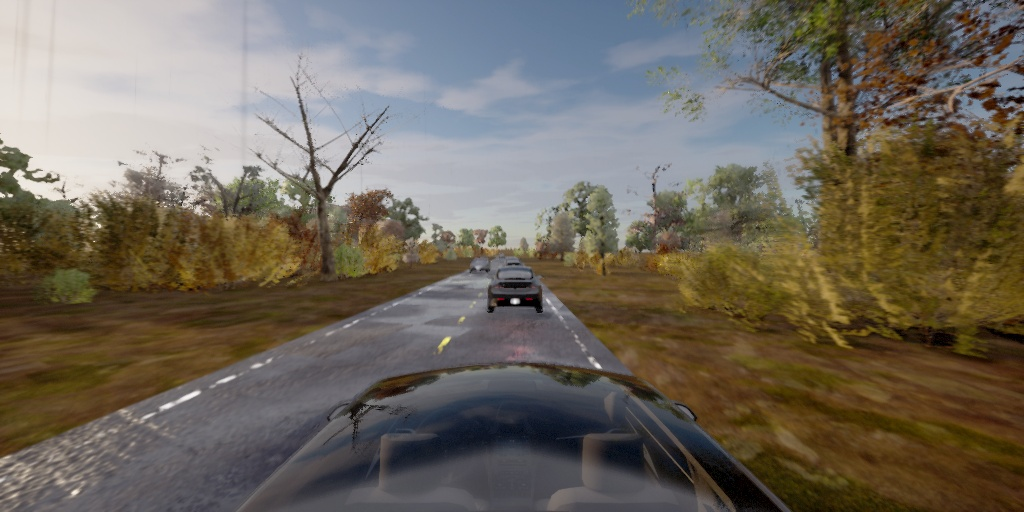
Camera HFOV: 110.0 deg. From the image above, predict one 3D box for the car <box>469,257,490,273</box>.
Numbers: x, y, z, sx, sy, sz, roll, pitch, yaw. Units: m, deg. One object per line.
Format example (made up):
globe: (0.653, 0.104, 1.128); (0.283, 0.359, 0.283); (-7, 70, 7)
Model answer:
car: (-3.091, 0.878, 35.484); (2.128, 1.511, 4.902); (0, 1, 0)

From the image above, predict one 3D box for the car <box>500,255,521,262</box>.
car: (0.097, 0.932, 31.600); (1.837, 1.490, 4.892); (0, 1, 0)

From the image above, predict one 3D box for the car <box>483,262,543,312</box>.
car: (0.097, 1.128, 13.501); (1.837, 1.490, 4.892); (0, 1, 0)
